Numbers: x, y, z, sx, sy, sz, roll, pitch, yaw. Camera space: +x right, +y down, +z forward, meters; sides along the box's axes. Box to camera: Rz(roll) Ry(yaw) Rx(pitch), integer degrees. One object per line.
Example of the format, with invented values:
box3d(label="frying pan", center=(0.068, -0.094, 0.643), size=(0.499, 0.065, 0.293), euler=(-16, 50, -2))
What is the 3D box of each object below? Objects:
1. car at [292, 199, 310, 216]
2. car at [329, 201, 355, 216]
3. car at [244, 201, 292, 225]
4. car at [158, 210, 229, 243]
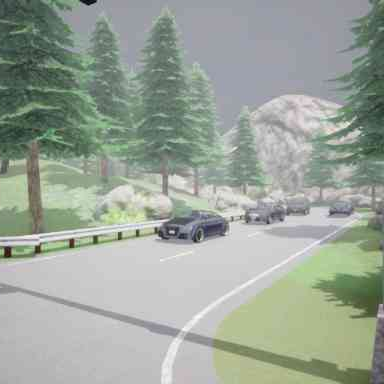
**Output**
box3d(label="car", center=(10.734, 1.537, 33.504), size=(1.837, 1.490, 4.892), euler=(0, 0, 25))
box3d(label="car", center=(14.739, 1.621, 32.644), size=(2.033, 1.411, 5.357), euler=(0, 0, 31))
box3d(label="car", center=(5.494, 1.515, 24.732), size=(2.128, 1.511, 4.902), euler=(0, 0, 32))
box3d(label="car", center=(0.178, 1.579, 16.327), size=(1.994, 1.385, 4.181), euler=(0, 0, 32))
